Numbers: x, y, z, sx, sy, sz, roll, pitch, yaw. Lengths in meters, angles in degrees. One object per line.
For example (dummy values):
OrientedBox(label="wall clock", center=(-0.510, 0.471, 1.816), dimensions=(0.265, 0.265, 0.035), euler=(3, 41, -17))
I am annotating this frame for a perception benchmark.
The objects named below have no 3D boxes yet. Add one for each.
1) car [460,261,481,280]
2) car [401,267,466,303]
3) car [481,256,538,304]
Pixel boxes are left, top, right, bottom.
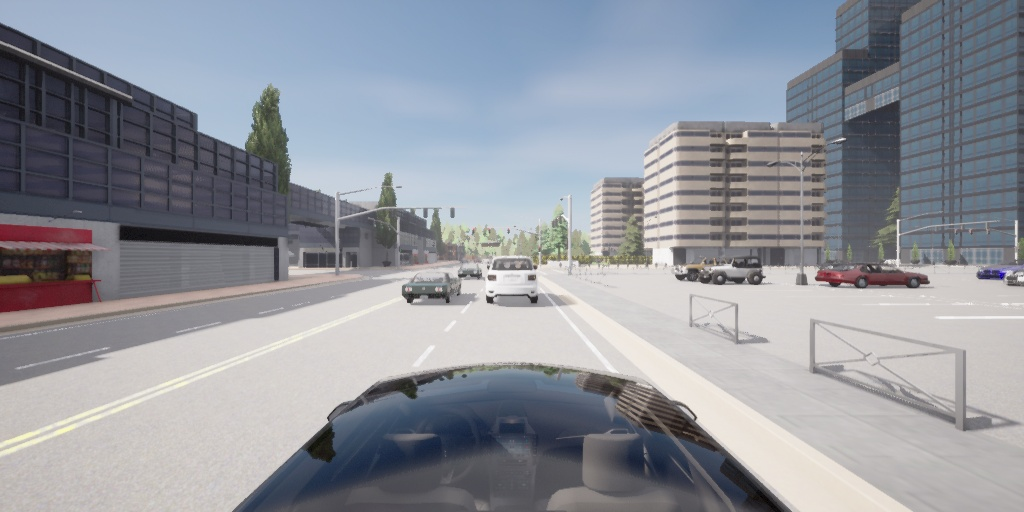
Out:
OrientedBox(label="car", center=(-3.626, 1.365, 31.568), dimensions=(1.895, 1.301, 4.718), euler=(0, 0, -1))
OrientedBox(label="car", center=(-3.500, 1.364, 16.530), dimensions=(1.895, 1.301, 4.718), euler=(0, 0, 0))
OrientedBox(label="car", center=(0.000, 1.006, 16.530), dimensions=(2.150, 2.045, 5.566), euler=(0, 0, 0))
